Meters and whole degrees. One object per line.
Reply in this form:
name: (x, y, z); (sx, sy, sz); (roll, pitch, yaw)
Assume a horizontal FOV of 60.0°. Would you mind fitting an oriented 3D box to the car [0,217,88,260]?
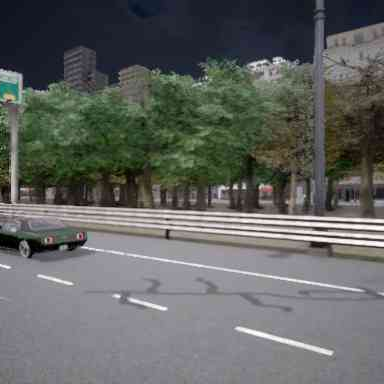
car: (-6.160, 1.601, 12.567); (4.718, 1.301, 1.895); (0, 0, 36)
